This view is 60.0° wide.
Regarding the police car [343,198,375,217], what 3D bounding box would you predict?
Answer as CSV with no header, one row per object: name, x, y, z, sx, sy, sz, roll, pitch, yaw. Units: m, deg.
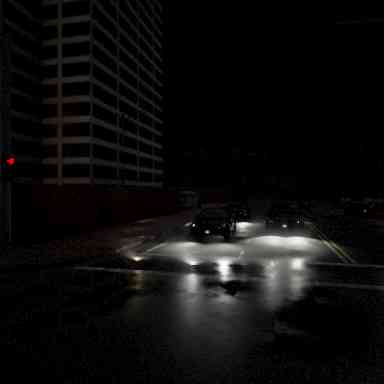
police car,15.592,1.425,31.258,1.930,1.638,5.238,0,0,14

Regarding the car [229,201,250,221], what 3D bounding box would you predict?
car,3.711,1.505,27.343,1.837,1.490,4.892,0,0,14

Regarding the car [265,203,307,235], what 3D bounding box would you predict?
car,5.212,1.564,18.914,1.994,1.385,4.181,0,0,14

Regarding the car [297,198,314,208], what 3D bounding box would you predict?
car,16.128,1.561,47.570,1.994,1.385,4.181,0,0,12

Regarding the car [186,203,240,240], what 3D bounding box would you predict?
car,1.222,1.526,17.292,1.812,1.442,4.674,0,0,13
